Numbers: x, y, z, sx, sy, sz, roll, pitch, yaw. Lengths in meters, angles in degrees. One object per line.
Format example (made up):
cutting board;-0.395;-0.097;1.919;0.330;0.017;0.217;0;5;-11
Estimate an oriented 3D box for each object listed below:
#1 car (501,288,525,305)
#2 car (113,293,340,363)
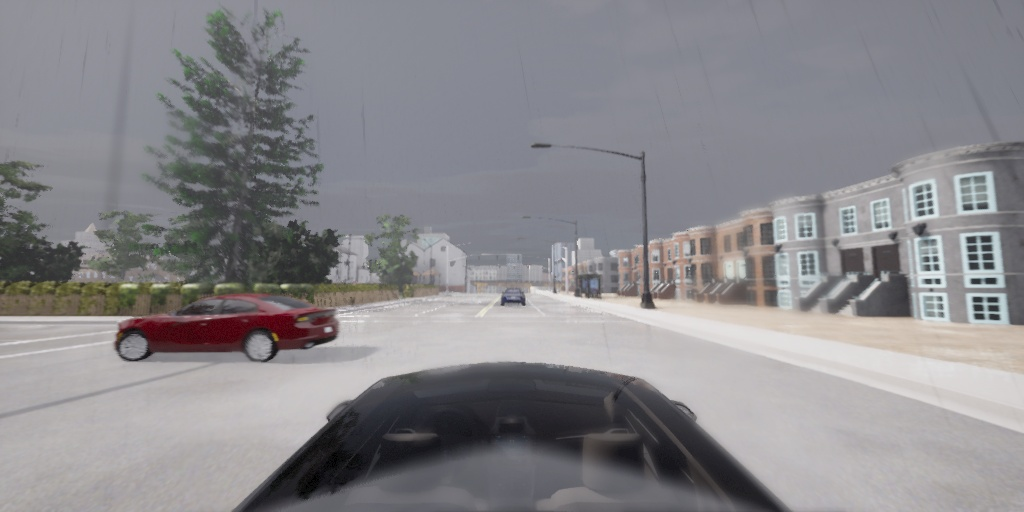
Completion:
car;0.107;3.414;30.321;1.994;1.385;4.181;0;-5;0
car;-7.013;1.701;9.041;5.008;1.535;1.882;-1;-5;3
